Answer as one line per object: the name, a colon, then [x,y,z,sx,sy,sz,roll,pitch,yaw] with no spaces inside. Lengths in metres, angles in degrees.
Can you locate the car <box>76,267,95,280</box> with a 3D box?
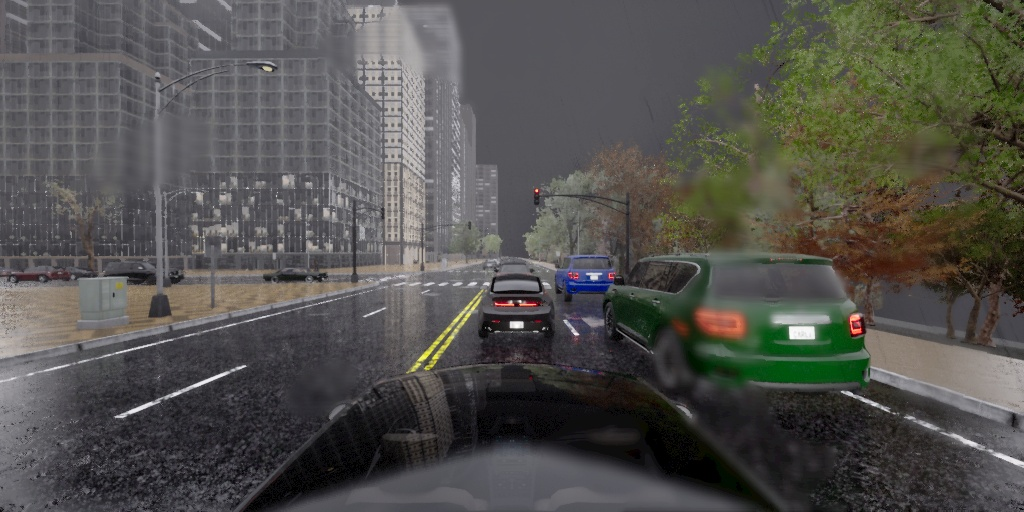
car: [-50.146,1.971,40.747,4.892,1.490,1.837,-1,0,1]

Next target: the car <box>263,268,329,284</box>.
car: [-18.349,1.653,30.643,4.718,1.301,1.895,-1,0,1]

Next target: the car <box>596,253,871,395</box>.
car: [3.344,0.971,6.770,2.150,2.045,5.566,0,0,1]

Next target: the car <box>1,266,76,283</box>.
car: [-49.395,1.835,37.505,4.553,1.767,2.097,-1,0,1]

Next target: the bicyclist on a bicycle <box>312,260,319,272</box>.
bicyclist on a bicycle: [-24.557,1.328,44.776,0.582,1.620,1.656,-1,1,0]

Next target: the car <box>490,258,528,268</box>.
car: [0.116,1.099,19.297,2.097,1.767,4.553,0,0,0]

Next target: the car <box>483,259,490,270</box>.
car: [-3.228,1.233,53.629,2.128,1.511,4.902,0,0,0]

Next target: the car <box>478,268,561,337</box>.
car: [0.111,1.253,10.238,1.837,1.490,4.892,0,0,0]

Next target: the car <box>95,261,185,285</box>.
car: [-31.501,1.483,30.725,5.566,2.045,2.150,-1,0,0]

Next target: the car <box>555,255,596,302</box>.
car: [3.348,0.969,17.128,2.150,2.045,5.566,0,0,1]
